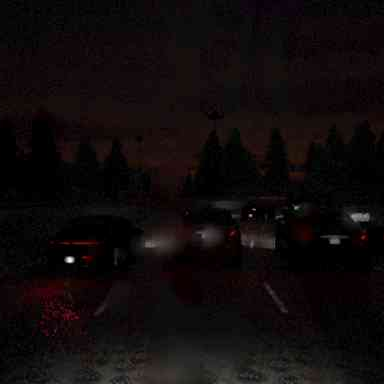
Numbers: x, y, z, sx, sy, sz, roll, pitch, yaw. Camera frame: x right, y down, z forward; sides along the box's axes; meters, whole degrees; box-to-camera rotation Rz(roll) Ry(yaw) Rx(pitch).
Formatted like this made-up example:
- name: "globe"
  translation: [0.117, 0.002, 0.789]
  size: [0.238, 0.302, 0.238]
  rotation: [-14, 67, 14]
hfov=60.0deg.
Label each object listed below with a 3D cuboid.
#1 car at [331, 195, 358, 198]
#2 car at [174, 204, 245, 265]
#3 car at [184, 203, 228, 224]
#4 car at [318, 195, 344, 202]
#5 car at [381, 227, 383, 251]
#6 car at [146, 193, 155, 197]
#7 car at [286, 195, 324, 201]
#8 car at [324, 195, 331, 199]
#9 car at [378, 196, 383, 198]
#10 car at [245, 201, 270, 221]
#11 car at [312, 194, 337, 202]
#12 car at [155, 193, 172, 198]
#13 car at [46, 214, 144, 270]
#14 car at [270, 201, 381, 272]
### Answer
- name: "car"
  translation: [29.347, 1.368, 63.046]
  size: [4.674, 1.442, 1.812]
  rotation: [-1, 0, -15]
- name: "car"
  translation: [0.690, 1.353, 12.007]
  size: [2.097, 1.767, 4.553]
  rotation: [0, 0, 7]
- name: "car"
  translation: [1.211, 1.603, 26.337]
  size: [1.895, 1.301, 4.718]
  rotation: [0, 0, 24]
- name: "car"
  translation: [29.350, 1.420, 70.267]
  size: [4.718, 1.301, 1.895]
  rotation: [-1, 0, -15]
- name: "car"
  translation: [7.556, 1.602, 10.954]
  size: [1.895, 1.301, 4.718]
  rotation: [0, 0, 6]
- name: "car"
  translation: [-10.885, 1.237, 91.529]
  size: [2.150, 2.045, 5.566]
  rotation: [0, 0, 13]
- name: "car"
  translation: [8.473, 1.222, 25.424]
  size: [2.150, 2.045, 5.566]
  rotation: [0, 0, 27]
- name: "car"
  translation: [29.360, 1.311, 66.665]
  size: [5.008, 1.535, 1.882]
  rotation: [-1, 0, -15]
- name: "car"
  translation: [45.184, 1.152, 75.693]
  size: [5.357, 1.411, 2.033]
  rotation: [-1, 0, -2]
- name: "car"
  translation: [5.511, 1.506, 27.132]
  size: [1.837, 1.490, 4.892]
  rotation: [-1, 0, 27]
- name: "car"
  translation: [29.394, 1.342, 73.886]
  size: [4.902, 1.511, 2.128]
  rotation: [-1, 0, -15]
- name: "car"
  translation: [-7.670, 1.512, 89.974]
  size: [1.837, 1.490, 4.892]
  rotation: [0, 0, 13]
- name: "car"
  translation: [-2.952, 1.508, 11.106]
  size: [1.837, 1.490, 4.892]
  rotation: [0, 0, 6]
- name: "car"
  translation: [4.074, 1.353, 11.085]
  size: [2.097, 1.767, 4.553]
  rotation: [0, 0, 6]
